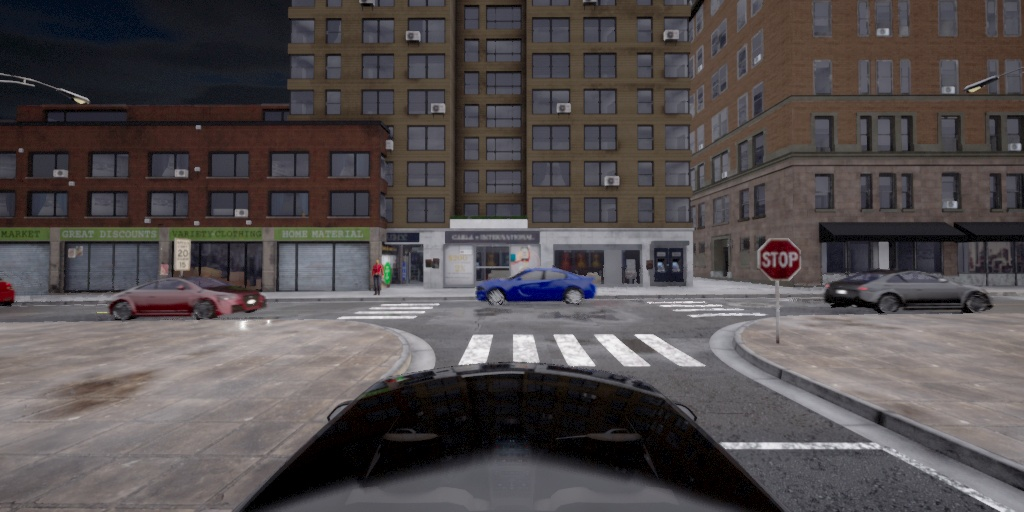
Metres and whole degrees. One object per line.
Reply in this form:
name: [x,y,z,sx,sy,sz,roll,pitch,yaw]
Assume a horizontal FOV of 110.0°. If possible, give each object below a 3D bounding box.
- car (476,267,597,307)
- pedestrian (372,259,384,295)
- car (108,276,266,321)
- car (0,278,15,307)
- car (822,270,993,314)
car: [0.995,1.243,15.069,5.008,1.535,1.882,-1,-1,0]
pedestrian: [-6.781,1.039,18.036,0.375,1.860,0.375,0,-1,0]
car: [-10.859,1.394,12.197,4.181,1.385,1.994,-1,-1,0]
car: [-24.488,1.420,15.238,4.553,1.767,2.097,-1,-1,0]
car: [13.080,1.161,12.034,4.181,1.385,1.994,-1,-1,0]
